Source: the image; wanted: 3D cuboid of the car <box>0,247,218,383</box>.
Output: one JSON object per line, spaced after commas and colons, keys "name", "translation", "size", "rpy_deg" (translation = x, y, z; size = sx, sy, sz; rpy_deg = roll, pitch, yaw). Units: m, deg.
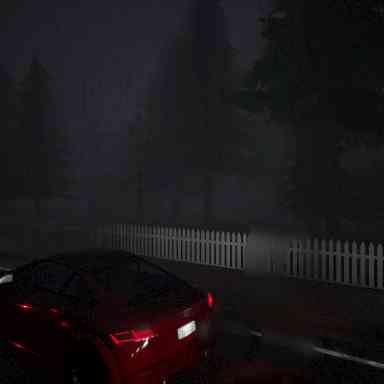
{"name": "car", "translation": [-1.709, 1.564, 4.996], "size": [4.181, 1.385, 1.994], "rpy_deg": [0, 0, 35]}
